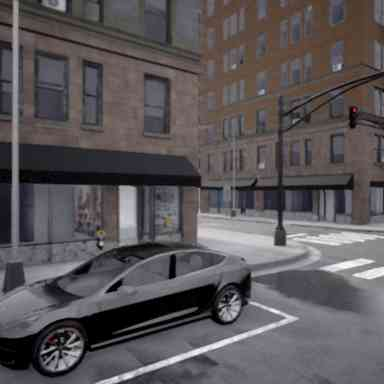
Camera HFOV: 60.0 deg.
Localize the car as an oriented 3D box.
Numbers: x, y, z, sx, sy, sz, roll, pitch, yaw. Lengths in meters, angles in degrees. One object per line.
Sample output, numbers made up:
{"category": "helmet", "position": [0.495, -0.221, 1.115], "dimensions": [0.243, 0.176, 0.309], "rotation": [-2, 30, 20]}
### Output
{"category": "car", "position": [-0.877, 1.573, 5.561], "dimensions": [4.313, 1.339, 1.947], "rotation": [0, 0, -35]}
